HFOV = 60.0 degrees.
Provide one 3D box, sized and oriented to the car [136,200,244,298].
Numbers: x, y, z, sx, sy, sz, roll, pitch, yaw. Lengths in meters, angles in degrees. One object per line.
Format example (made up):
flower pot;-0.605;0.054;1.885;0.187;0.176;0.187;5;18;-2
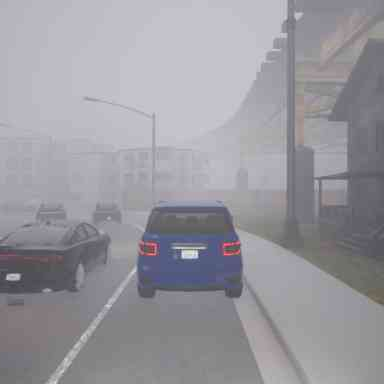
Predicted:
car;-0.039;1.220;8.680;2.150;2.045;5.566;0;0;0

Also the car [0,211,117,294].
car;-3.497;1.478;8.836;1.882;1.535;5.008;0;0;-2

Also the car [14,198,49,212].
car;-19.189;1.526;39.735;4.674;1.442;1.812;0;0;36

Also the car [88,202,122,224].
car;-6.292;1.492;23.880;2.128;1.511;4.902;0;0;-21

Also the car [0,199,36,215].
car;-18.147;1.548;34.552;5.357;1.411;2.033;0;0;42

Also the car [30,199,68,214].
car;-9.670;1.491;22.979;2.128;1.511;4.902;0;0;-21
